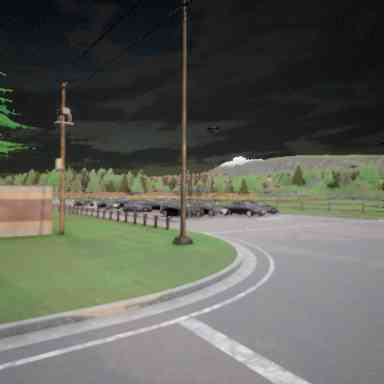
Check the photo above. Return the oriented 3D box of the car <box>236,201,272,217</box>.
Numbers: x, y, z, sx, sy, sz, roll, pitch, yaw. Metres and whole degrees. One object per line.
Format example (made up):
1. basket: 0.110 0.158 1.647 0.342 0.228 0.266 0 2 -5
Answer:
1. car: 5.398 1.699 33.811 1.837 1.490 4.892 1 0 -36

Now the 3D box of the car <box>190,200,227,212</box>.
1. car: 2.101 1.769 44.366 2.033 1.411 5.357 1 0 -36

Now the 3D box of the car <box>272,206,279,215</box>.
1. car: 7.505 1.786 36.869 1.994 1.385 4.181 1 0 -36

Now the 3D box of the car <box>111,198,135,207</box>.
1. car: -12.098 1.740 58.124 2.033 1.411 5.357 1 0 -36

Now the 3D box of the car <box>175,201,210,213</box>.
1. car: -0.033 1.794 41.315 1.895 1.301 4.718 1 0 -36

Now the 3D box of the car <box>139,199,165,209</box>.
1. car: -5.995 1.794 49.630 1.895 1.301 4.718 1 0 -35

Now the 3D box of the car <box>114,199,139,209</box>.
1. car: -9.644 1.765 48.674 1.895 1.301 4.718 1 0 -36

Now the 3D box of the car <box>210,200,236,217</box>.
1. car: 1.619 1.657 33.059 2.128 1.511 4.902 1 0 -36

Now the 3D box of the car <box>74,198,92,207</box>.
1. car: -17.460 1.683 53.593 2.033 1.411 5.357 1 0 -36

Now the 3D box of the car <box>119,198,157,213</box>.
1. car: -6.183 1.701 37.865 1.994 1.385 4.181 1 0 -36

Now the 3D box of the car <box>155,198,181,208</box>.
1. car: -3.885 1.727 52.755 1.837 1.490 4.892 1 0 -36

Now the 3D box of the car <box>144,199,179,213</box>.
1. car: -3.782 1.656 40.526 2.128 1.511 4.902 1 0 -36

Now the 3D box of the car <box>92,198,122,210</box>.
1. car: -11.292 1.628 44.943 2.128 1.511 4.902 1 0 -36

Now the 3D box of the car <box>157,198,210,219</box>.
1. car: -0.909 1.615 30.583 1.882 1.535 5.008 1 0 -36
